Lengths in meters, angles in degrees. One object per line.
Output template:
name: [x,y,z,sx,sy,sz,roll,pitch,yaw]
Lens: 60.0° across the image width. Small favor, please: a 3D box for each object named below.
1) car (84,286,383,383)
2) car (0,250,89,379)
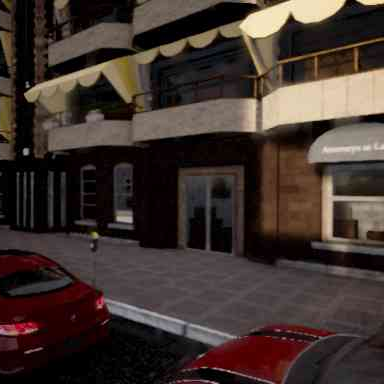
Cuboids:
car: [1.557,1.442,1.766,4.097,1.590,1.967,0,0,35]
car: [-3.031,1.553,5.031,4.206,1.307,1.802,0,0,35]
